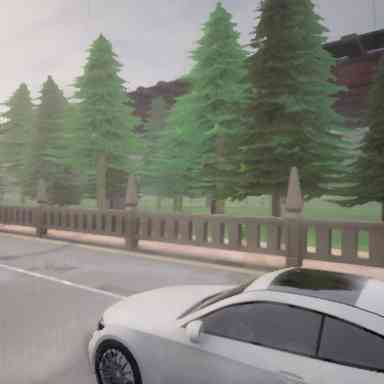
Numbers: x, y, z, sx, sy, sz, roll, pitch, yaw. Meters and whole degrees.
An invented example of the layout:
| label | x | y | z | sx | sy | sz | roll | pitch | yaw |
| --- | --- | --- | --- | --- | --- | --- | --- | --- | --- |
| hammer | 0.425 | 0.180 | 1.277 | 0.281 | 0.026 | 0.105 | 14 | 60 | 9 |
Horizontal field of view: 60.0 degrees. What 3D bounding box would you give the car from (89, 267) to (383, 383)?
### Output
| label | x | y | z | sx | sy | sz | roll | pitch | yaw |
| --- | --- | --- | --- | --- | --- | --- | --- | --- | --- |
| car | 0.996 | 1.525 | 3.277 | 4.674 | 1.442 | 1.812 | 0 | 0 | 35 |
